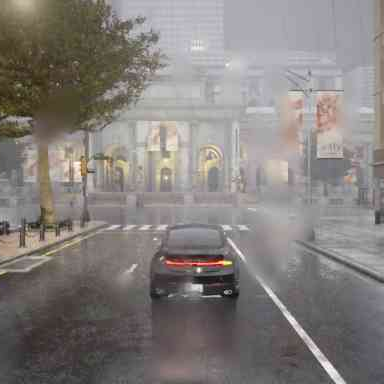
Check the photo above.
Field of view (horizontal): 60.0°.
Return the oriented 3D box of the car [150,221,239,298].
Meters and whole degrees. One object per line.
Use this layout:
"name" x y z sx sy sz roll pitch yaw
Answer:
"car" 0.062 1.505 8.476 1.837 1.490 4.892 0 0 0
